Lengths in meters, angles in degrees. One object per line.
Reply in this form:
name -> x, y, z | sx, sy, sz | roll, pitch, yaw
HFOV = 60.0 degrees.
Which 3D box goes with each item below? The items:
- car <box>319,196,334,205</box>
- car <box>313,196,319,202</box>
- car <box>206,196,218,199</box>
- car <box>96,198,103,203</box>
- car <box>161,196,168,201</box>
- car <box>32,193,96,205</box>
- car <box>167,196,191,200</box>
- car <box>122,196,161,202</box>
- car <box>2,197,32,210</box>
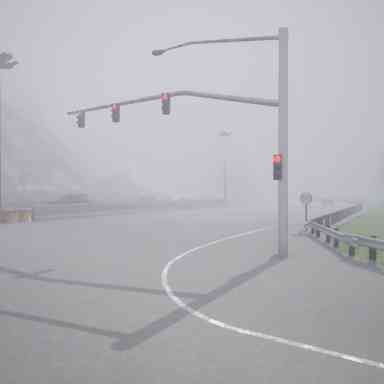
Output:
car -> 24.840, 1.550, 60.947 | 1.994, 1.385, 4.181 | 0, 0, 19
car -> 28.103, 1.521, 72.927 | 2.033, 1.411, 5.357 | 0, 0, 7
car -> 3.721, 1.506, 64.380 | 1.994, 1.385, 4.181 | 0, 0, 22
car -> -15.747, 1.444, 50.635 | 1.812, 1.442, 4.674 | 0, 0, 33
car -> -5.487, 1.468, 69.158 | 2.033, 1.411, 5.357 | 0, 0, 22
car -> -13.306, 1.162, 34.906 | 2.150, 2.045, 5.566 | 0, 0, 33
car -> -1.534, 1.544, 53.749 | 1.895, 1.301, 4.718 | 0, 0, 30
car -> -6.776, 1.292, 45.226 | 2.097, 1.767, 4.553 | 0, 0, 32
car -> -21.669, 1.409, 41.311 | 2.128, 1.511, 4.902 | 0, 0, 33
